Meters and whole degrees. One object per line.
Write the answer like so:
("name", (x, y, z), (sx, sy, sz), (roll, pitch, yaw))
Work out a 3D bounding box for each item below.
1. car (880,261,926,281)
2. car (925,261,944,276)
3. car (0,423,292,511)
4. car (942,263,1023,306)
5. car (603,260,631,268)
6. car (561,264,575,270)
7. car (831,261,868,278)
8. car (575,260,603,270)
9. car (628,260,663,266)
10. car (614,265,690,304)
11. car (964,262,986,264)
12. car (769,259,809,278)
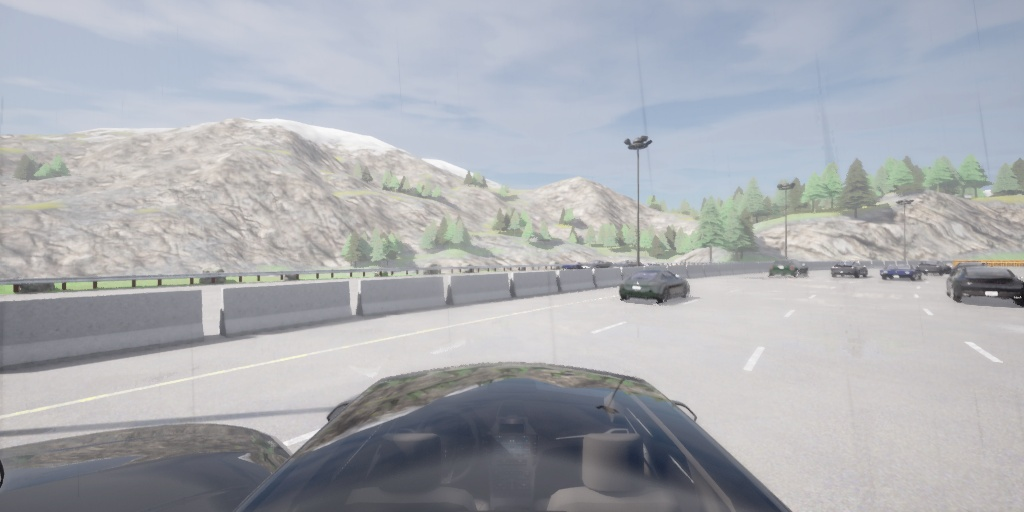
("car", (32.304, 1.351, 29.710), (4.718, 1.301, 1.895), (0, 0, -35))
("car", (43.308, 1.241, 36.844), (4.902, 1.511, 2.128), (0, 0, -31))
("car", (-2.982, 1.255, 0.505), (4.892, 1.490, 1.837), (0, 0, -45))
("car", (20.987, 1.255, 16.008), (4.892, 1.490, 1.837), (0, 0, -43))
("car", (13.261, 1.243, 41.844), (4.902, 1.511, 2.128), (0, 0, -38))
("car", (8.678, 1.351, 47.142), (4.718, 1.301, 1.895), (0, 0, -38))
("car", (31.370, 1.241, 33.320), (4.902, 1.511, 2.128), (0, 0, -35))
("car", (10.529, 1.243, 44.141), (4.902, 1.511, 2.128), (0, 0, -38))
("car", (15.020, 1.351, 38.772), (4.718, 1.301, 1.895), (0, 0, -38))
("car", (6.680, 1.314, 16.678), (1.994, 1.385, 4.181), (0, 0, 44))
("car", (36.011, 1.249, 28.035), (4.892, 1.490, 1.837), (2, -1, -35))
("car", (26.274, 1.103, 33.951), (4.553, 1.767, 2.097), (0, 0, -37))
